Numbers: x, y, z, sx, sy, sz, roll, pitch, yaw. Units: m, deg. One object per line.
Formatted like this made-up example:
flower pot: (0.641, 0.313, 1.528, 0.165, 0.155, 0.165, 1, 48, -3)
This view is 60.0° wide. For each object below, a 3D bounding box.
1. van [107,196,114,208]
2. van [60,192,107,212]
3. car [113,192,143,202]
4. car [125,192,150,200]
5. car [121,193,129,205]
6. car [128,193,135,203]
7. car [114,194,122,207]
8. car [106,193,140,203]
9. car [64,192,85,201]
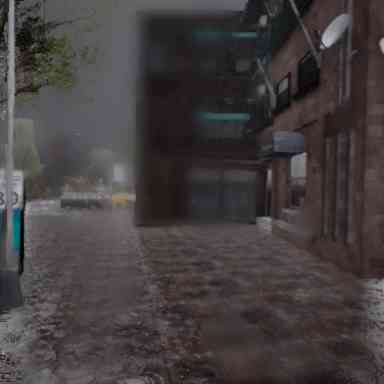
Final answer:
van: (-11.774, 1.050, 38.821, 4.442, 1.987, 1.878, 2, 0, -19)
van: (-11.813, 1.070, 35.821, 4.442, 1.987, 1.878, 2, 0, -19)
car: (-11.508, 0.939, 59.786, 4.892, 1.521, 2.231, 2, 2, -19)
car: (-11.312, 0.802, 68.784, 4.674, 1.452, 2.002, 2, 2, -19)
car: (-11.635, 1.226, 44.837, 5.366, 1.575, 1.946, 2, 1, -19)
car: (-11.815, 1.047, 53.726, 5.366, 1.575, 1.946, 2, 1, -19)
car: (-11.844, 1.252, 41.772, 5.008, 1.535, 2.097, 2, 1, -19)
car: (-11.754, 0.989, 56.726, 5.366, 1.575, 1.946, 2, 1, -19)
car: (-20.732, 0.806, 58.877, 1.812, 1.442, 4.674, 1, 1, 2)
